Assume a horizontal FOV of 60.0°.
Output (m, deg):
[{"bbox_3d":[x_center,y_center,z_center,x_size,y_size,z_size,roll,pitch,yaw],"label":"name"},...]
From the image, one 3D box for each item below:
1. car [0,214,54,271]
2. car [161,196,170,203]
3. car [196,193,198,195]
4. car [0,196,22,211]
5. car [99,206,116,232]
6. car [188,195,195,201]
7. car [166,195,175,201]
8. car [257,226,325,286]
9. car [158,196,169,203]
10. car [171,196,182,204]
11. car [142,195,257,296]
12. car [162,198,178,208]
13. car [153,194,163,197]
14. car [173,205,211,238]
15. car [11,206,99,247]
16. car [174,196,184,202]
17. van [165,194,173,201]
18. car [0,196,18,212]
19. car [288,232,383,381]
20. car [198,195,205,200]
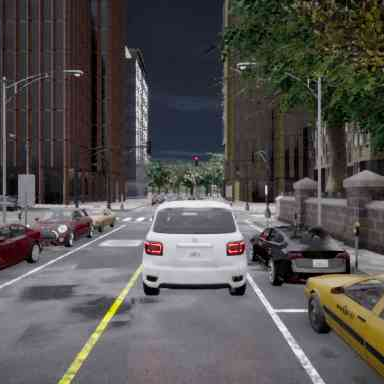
[{"bbox_3d":[-5.770,1.545,9.201,1.887,1.381,4.507,0,0,0],"label":"car"},{"bbox_3d":[-5.807,1.549,73.666,1.752,1.417,4.829,0,0,0],"label":"car"},{"bbox_3d":[-0.046,1.551,78.655,1.812,1.442,4.674,0,0,0],"label":"car"},{"bbox_3d":[-20.671,1.130,34.761,4.892,1.490,1.837,1,0,0],"label":"car"},{"bbox_3d":[-5.776,1.527,19.945,1.752,1.417,4.829,0,0,0],"label":"car"},{"bbox_3d":[-0.052,1.534,88.561,1.837,1.490,4.892,0,0,0],"label":"car"},{"bbox_3d":[-5.816,1.586,90.149,2.008,1.369,4.403,0,0,0],"label":"car"},{"bbox_3d":[2.755,1.566,9.208,1.947,1.339,4.313,0,0,0],"label":"car"},{"bbox_3d":[-5.803,1.602,68.398,1.802,1.307,4.206,0,0,0],"label":"car"},{"bbox_3d":[-3.061,1.584,66.956,1.994,1.385,4.181,0,0,1],"label":"car"},{"bbox_3d":[0.061,1.222,8.799,2.150,2.045,5.566,0,0,0],"label":"car"},{"bbox_3d":[-3.124,1.574,48.086,1.994,1.385,4.181,0,0,0],"label":"car"},{"bbox_3d":[-5.798,1.330,57.523,2.192,1.841,5.009,0,0,0],"label":"car"},{"bbox_3d":[0.013,1.527,18.444,1.812,1.442,4.674,0,0,1],"label":"car"},{"bbox_3d":[-5.773,1.441,14.659,1.967,1.590,4.097,0,0,0],"label":"car"},{"bbox_3d":[-3.045,1.559,77.295,2.033,1.411,5.357,0,0,0],"label":"car"},{"bbox_3d":[-5.813,1.372,84.711,1.690,1.788,3.998,0,0,0],"label":"van"},{"bbox_3d":[-19.190,1.203,31.510,5.357,1.411,2.033,1,0,-5],"label":"car"},{"bbox_3d":[2.758,1.525,3.921,1.752,1.417,4.829,0,0,0],"label":"car"},{"bbox_3d":[2.706,1.565,95.761,1.752,1.417,4.829,0,0,0],"label":"car"}]
